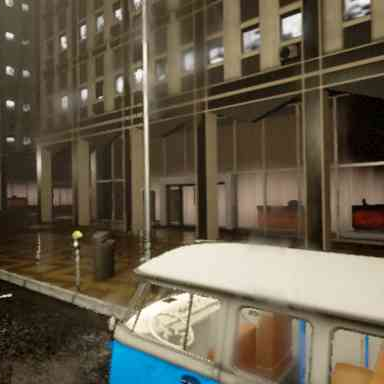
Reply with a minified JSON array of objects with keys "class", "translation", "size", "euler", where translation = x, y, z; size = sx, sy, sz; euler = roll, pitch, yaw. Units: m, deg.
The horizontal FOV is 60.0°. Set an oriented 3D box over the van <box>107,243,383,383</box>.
[{"class":"van","translation":[1.173,1.344,2.080],"size":[3.998,1.788,1.690],"euler":[0,-1,36]}]
